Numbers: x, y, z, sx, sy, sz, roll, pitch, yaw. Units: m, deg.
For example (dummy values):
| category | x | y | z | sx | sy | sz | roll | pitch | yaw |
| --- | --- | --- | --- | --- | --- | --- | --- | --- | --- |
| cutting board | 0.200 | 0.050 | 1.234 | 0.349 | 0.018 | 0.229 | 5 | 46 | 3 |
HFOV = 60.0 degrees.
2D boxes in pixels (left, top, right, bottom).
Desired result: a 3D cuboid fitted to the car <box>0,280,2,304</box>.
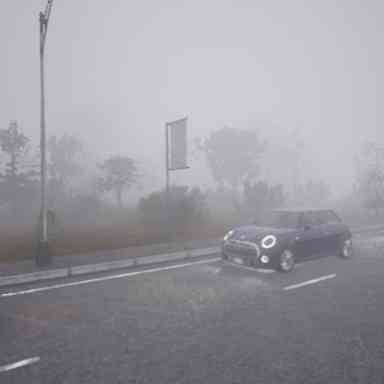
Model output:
| category | x | y | z | sx | sy | sz | roll | pitch | yaw |
| --- | --- | --- | --- | --- | --- | --- | --- | --- | --- |
| car | -5.356 | 1.561 | 4.432 | 4.892 | 1.490 | 1.837 | 0 | 0 | -36 |

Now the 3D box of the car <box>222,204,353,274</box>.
| category | x | y | z | sx | sy | sz | roll | pitch | yaw |
| --- | --- | --- | --- | --- | --- | --- | --- | --- | --- |
| car | 3.098 | 1.307 | 10.594 | 4.553 | 1.767 | 2.097 | -1 | 0 | -36 |
